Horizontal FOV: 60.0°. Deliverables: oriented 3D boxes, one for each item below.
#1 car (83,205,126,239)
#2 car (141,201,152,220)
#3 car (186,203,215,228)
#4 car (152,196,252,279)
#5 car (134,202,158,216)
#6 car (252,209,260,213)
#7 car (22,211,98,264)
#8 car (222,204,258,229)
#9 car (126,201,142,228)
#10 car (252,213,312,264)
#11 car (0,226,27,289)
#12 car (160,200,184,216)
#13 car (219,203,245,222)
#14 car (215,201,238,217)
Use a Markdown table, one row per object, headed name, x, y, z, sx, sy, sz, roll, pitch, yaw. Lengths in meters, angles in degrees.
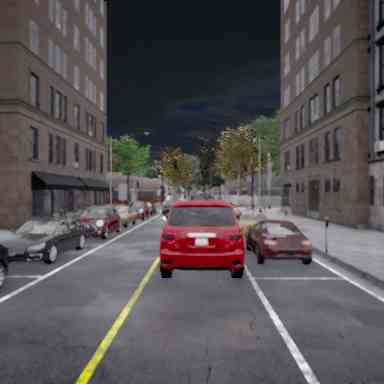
| name | x | y | z | sx | sy | sz | roll | pitch | yaw |
| --- | --- | --- | --- | --- | --- | --- | --- | --- | --- |
| car | -5.004 | 1.485 | 17.329 | 1.967 | 1.590 | 4.097 | 0 | 0 | 1 |
| car | -4.741 | 1.521 | 28.364 | 1.967 | 1.590 | 4.097 | 0 | 0 | 1 |
| car | 0.631 | 1.571 | 23.421 | 1.837 | 1.490 | 4.892 | 0 | -1 | 2 |
| car | 0.309 | 1.248 | 10.300 | 2.150 | 2.045 | 5.566 | 0 | 0 | 2 |
| car | -4.610 | 1.681 | 33.881 | 1.802 | 1.307 | 4.206 | 0 | 0 | 1 |
| car | 3.022 | 1.575 | 17.311 | 1.752 | 1.417 | 4.829 | 0 | 0 | 1 |
| car | -5.136 | 1.579 | 11.812 | 2.008 | 1.369 | 4.403 | 0 | 0 | 1 |
| car | 3.150 | 1.612 | 22.658 | 1.887 | 1.381 | 4.507 | 0 | 0 | 1 |
| car | -4.877 | 1.587 | 22.676 | 1.752 | 1.417 | 4.829 | 0 | 0 | 1 |
| car | 2.887 | 1.614 | 11.624 | 1.802 | 1.307 | 4.206 | 0 | 0 | 1 |
| car | -5.267 | 1.579 | 6.295 | 1.947 | 1.339 | 4.313 | 0 | 0 | 1 |
| car | -1.986 | 1.651 | 34.711 | 2.033 | 1.411 | 5.357 | 0 | 0 | 2 |
| car | 3.282 | 1.667 | 28.174 | 1.802 | 1.307 | 4.206 | 0 | 0 | 1 |
| car | 3.413 | 1.669 | 33.691 | 1.947 | 1.339 | 4.313 | 0 | 0 | 1 |
